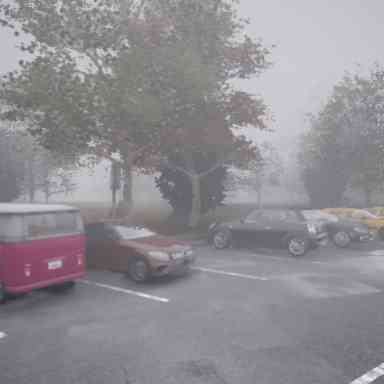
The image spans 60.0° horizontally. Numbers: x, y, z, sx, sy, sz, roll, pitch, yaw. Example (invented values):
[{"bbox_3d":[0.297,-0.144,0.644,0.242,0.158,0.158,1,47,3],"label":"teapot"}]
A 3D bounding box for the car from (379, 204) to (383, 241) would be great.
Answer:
[{"bbox_3d":[7.869,1.462,16.347,5.366,1.575,1.946,-1,-1,36],"label":"car"}]

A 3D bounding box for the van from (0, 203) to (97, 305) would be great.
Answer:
[{"bbox_3d":[-4.591,1.260,8.048,4.442,1.987,1.878,-1,0,34],"label":"van"}]

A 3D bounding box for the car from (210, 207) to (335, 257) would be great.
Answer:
[{"bbox_3d":[2.838,1.353,13.075,4.553,1.767,2.185,-1,0,35],"label":"car"}]

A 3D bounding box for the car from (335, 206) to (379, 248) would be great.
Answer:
[{"bbox_3d":[5.259,1.475,14.784,4.892,1.521,2.231,-1,-1,35],"label":"car"}]

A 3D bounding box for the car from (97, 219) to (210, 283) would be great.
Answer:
[{"bbox_3d":[-2.062,1.524,9.698,4.674,1.452,2.002,-1,-1,35],"label":"car"}]
